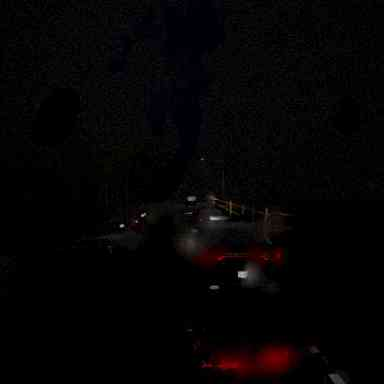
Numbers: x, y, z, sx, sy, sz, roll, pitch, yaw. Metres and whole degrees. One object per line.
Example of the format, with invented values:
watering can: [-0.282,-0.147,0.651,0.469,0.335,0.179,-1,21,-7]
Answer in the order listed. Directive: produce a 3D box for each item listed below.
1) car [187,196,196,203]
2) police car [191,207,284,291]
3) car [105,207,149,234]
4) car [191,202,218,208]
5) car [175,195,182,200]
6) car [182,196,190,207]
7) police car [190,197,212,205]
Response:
car: [-0.166,1.595,69.576,1.895,1.301,4.718,0,0,0]
police car: [1.027,1.432,9.182,1.930,1.638,5.238,0,0,0]
car: [-3.647,1.574,19.337,1.994,1.385,4.181,0,0,0]
car: [1.004,1.537,19.079,1.812,1.442,4.674,0,0,0]
car: [-3.723,1.506,92.636,1.837,1.490,4.892,0,0,0]
car: [-0.060,1.503,50.942,2.128,1.511,4.902,0,0,0]
police car: [0.989,1.437,25.194,1.930,1.638,5.238,0,0,0]
